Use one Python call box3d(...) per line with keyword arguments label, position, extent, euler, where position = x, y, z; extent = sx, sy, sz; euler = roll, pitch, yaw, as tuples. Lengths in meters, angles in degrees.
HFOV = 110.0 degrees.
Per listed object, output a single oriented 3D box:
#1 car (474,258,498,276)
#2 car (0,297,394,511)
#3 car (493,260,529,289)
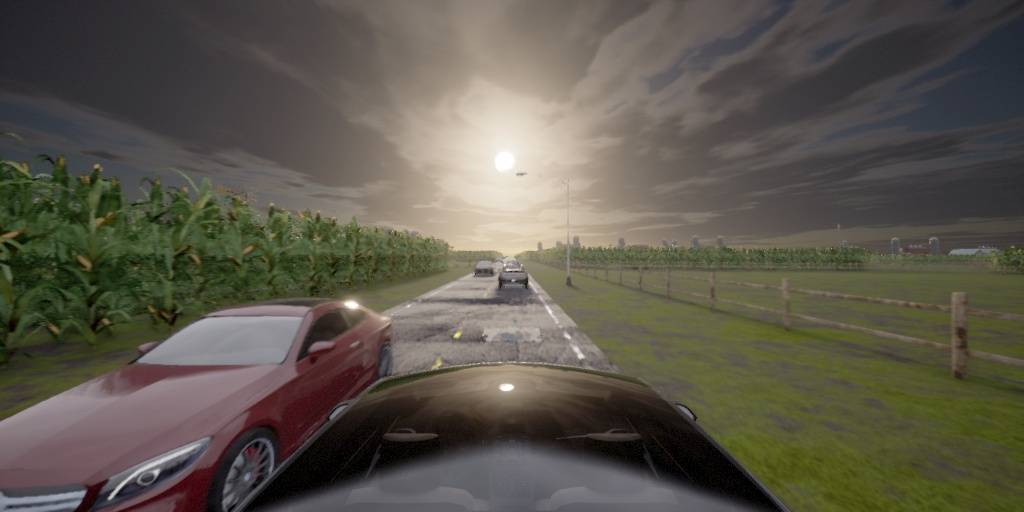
box3d(label="car", position=(-2.843, 1.231, 37.685), extent=(1.882, 1.535, 5.008), euler=(0, 0, 0))
box3d(label="car", position=(-2.838, 1.278, 4.229), extent=(1.812, 1.442, 4.674), euler=(0, 0, 0))
box3d(label="car", position=(0.092, 1.248, 23.457), extent=(2.128, 1.511, 4.902), euler=(0, 0, 0))
